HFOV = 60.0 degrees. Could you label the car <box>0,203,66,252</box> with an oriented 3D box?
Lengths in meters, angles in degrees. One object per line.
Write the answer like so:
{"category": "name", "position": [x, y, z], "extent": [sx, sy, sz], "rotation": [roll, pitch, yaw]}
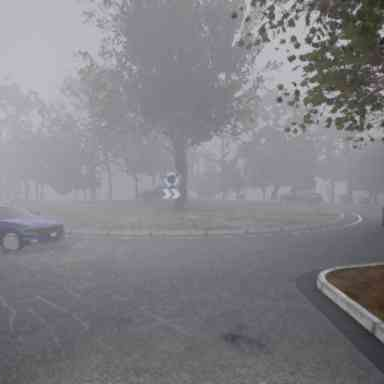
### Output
{"category": "car", "position": [-7.007, 1.161, 12.327], "extent": [5.008, 1.535, 1.882], "rotation": [0, 2, 23]}

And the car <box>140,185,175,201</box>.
{"category": "car", "position": [-3.878, 0.126, 43.085], "extent": [5.566, 2.045, 2.150], "rotation": [0, 1, -4]}

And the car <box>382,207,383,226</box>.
{"category": "car", "position": [11.633, 1.019, 17.897], "extent": [1.882, 1.535, 5.008], "rotation": [2, 3, 39]}

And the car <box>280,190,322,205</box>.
{"category": "car", "position": [11.806, 0.566, 36.331], "extent": [2.128, 1.511, 4.902], "rotation": [-1, 2, -32]}
